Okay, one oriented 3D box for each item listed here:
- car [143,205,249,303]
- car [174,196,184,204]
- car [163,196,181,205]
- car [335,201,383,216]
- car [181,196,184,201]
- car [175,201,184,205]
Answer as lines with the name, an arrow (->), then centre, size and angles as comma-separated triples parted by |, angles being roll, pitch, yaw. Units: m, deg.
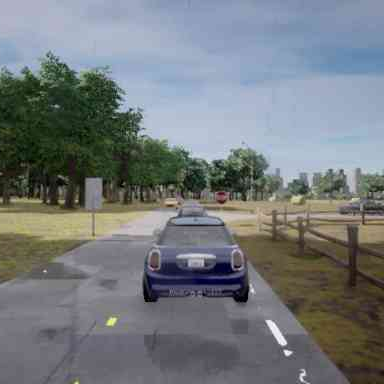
car -> 0.070, 1.364, 8.379 | 2.097, 1.767, 4.553 | 0, 0, 0
car -> -2.951, 1.753, 74.822 | 2.097, 1.767, 4.553 | 0, -1, 0
car -> -2.973, 1.638, 47.340 | 1.882, 1.535, 5.008 | 0, 0, 0
car -> 17.093, 1.653, 33.727 | 4.892, 1.490, 1.837 | 0, -2, 0
car -> -2.983, 1.827, 60.251 | 1.994, 1.385, 4.181 | 0, 0, 0
car -> 0.042, 1.547, 20.115 | 1.837, 1.490, 4.892 | 0, 0, 0
